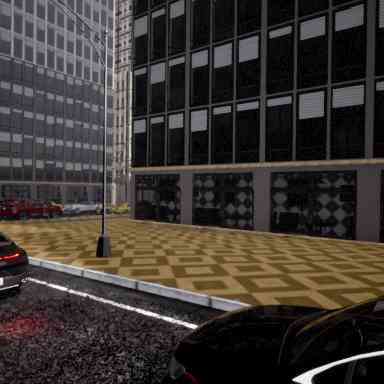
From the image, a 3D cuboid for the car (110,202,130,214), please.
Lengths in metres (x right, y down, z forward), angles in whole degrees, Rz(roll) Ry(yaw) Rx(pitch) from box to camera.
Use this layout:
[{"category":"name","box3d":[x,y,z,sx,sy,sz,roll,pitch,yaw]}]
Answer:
[{"category":"car","box3d":[-7.341,1.830,38.862,1.752,1.417,4.829,1,0,37]}]

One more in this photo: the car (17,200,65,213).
[{"category":"car","box3d":[-17.635,1.643,39.063,1.752,1.417,4.829,1,0,37]}]

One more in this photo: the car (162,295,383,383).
[{"category":"car","box3d":[1.974,1.505,2.266,4.892,1.490,1.837,0,0,36]}]

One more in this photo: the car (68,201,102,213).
[{"category":"car","box3d":[-13.180,1.795,40.700,1.895,1.301,4.718,1,0,37]}]

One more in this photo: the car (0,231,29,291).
[{"category":"car","box3d":[-5.742,1.500,7.811,4.892,1.490,1.837,0,0,36]}]

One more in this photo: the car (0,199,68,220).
[{"category":"car","box3d":[-14.172,1.519,29.675,2.192,1.841,5.009,1,0,37]}]
